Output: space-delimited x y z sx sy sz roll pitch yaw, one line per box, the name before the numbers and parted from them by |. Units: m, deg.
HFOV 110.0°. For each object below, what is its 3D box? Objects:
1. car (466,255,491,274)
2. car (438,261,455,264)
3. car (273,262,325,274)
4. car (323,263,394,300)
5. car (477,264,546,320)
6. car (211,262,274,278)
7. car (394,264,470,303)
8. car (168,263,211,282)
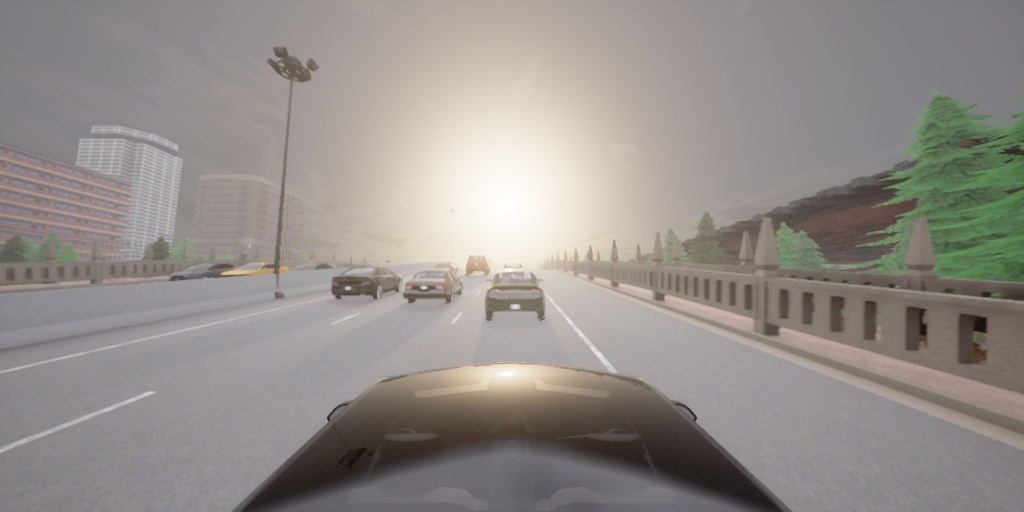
car | -3.404 0.903 36.823 2.150 2.045 5.566 0 0 0
car | -6.904 1.244 37.456 1.994 1.385 4.181 0 0 0
car | -14.102 1.207 25.256 1.837 1.490 4.892 0 1 0
car | -6.902 1.196 17.579 1.882 1.535 5.008 0 0 0
car | 0.097 1.220 12.580 2.128 1.511 4.902 0 0 0
car | -17.601 1.183 24.813 1.882 1.535 5.008 0 0 0
car | -3.402 1.269 16.358 2.033 1.411 5.357 0 0 0
car | -21.101 1.209 25.018 1.837 1.490 4.892 0 0 0
